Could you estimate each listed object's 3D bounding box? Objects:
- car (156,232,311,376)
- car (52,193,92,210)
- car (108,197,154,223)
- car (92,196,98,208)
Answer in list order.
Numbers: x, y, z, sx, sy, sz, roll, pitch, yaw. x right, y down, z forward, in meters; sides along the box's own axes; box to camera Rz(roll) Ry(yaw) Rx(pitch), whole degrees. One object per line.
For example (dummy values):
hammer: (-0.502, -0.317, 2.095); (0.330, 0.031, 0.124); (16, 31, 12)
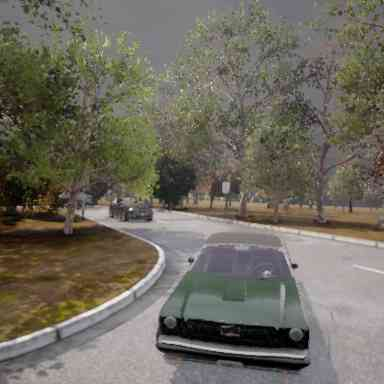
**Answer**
car: (0.895, 1.525, 5.919); (1.895, 1.301, 4.718); (1, 4, 12)
car: (-12.523, 0.858, 31.756); (4.902, 1.511, 2.128); (1, 0, 20)
car: (-4.097, 1.109, 21.856); (1.837, 1.490, 4.892); (1, 0, -29)
car: (-12.326, 0.901, 35.198); (4.902, 1.511, 2.128); (1, -1, 23)
